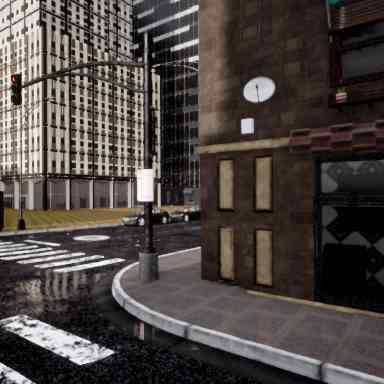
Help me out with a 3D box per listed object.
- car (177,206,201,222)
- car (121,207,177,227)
[{"bbox_3d":[-0.356,1.974,30.488,2.008,1.369,4.403,-2,-2,35],"label":"car"},{"bbox_3d":[-3.555,1.893,25.929,2.008,1.369,4.403,-2,-2,35],"label":"car"}]
